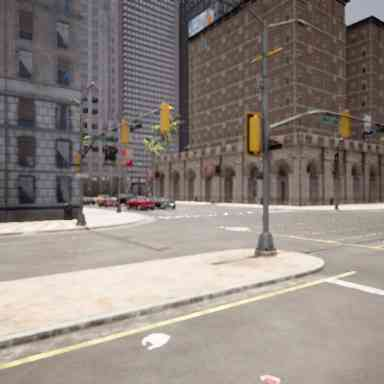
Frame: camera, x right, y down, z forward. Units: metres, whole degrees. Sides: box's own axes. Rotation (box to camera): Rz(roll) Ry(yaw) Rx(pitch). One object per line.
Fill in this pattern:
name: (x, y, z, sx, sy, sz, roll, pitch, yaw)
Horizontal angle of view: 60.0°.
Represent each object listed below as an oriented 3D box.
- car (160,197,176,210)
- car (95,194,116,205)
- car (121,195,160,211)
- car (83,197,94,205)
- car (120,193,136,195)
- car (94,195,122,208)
car: (-3.869, 1.437, 42.694, 2.128, 1.511, 4.902, 0, 0, -36)
car: (-15.290, 1.297, 58.856, 2.097, 1.767, 4.553, 0, 0, -35)
car: (-6.266, 1.432, 40.034, 1.882, 1.535, 5.008, 0, 0, -36)
car: (-18.123, 1.502, 56.771, 2.033, 1.411, 5.357, 0, 0, -35)
car: (-9.606, 1.167, 50.725, 2.150, 2.045, 5.566, 0, 0, -35)
car: (-12.077, 1.518, 48.153, 1.994, 1.385, 4.181, 0, 0, -35)
